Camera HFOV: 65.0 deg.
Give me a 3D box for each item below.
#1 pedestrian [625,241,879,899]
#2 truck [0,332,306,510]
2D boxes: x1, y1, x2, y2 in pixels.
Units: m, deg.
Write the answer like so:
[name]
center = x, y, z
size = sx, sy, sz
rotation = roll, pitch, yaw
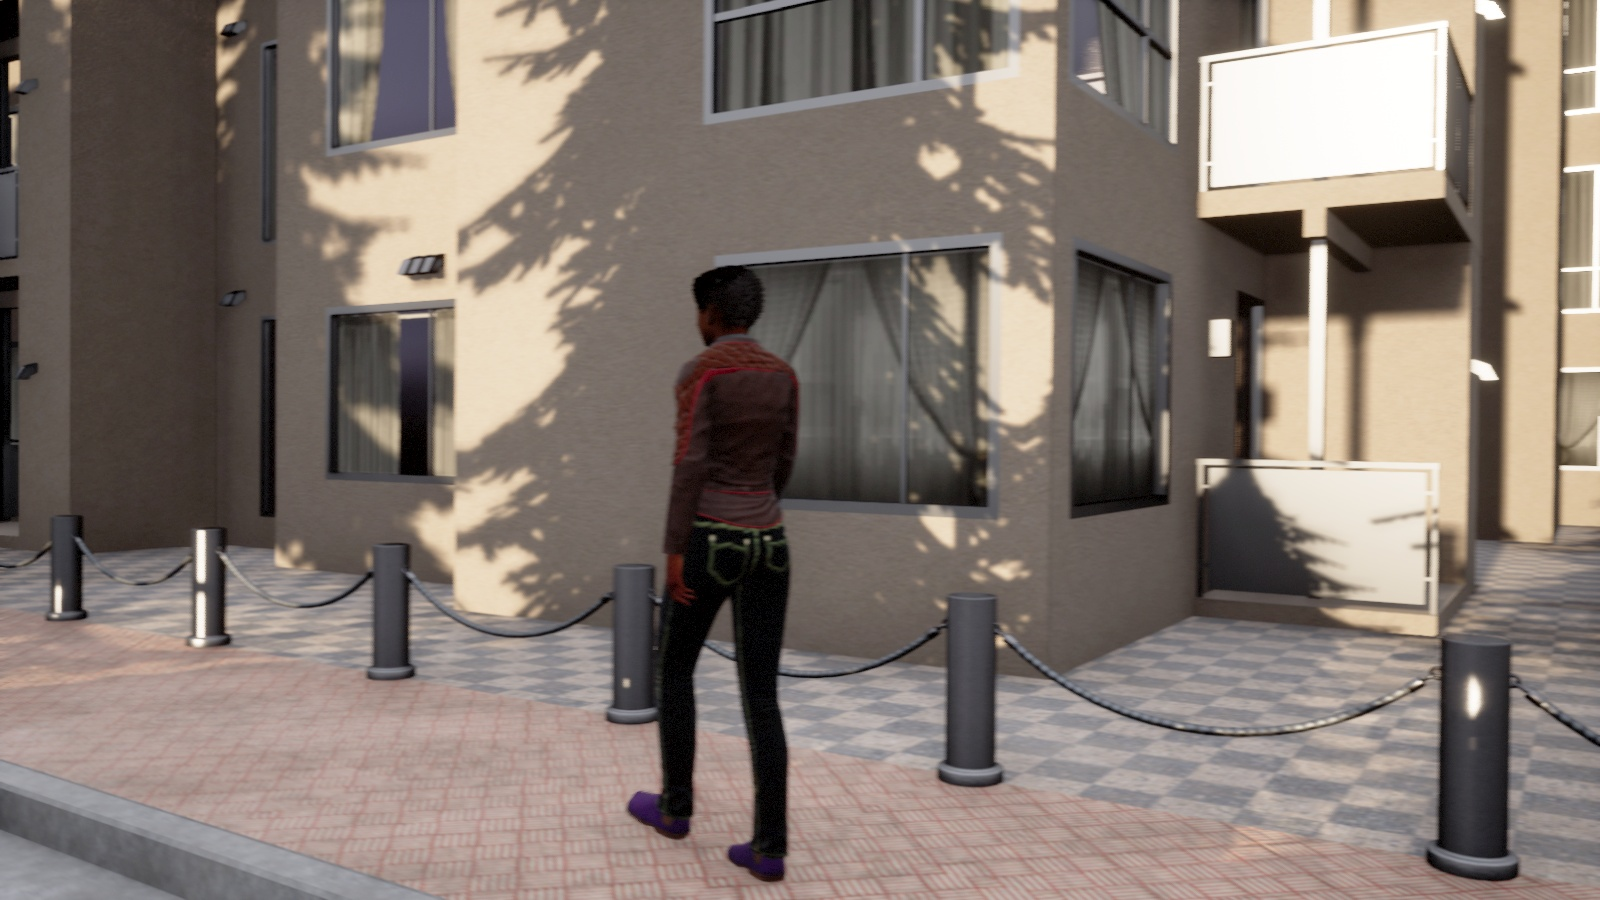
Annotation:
[pedestrian]
center = -0.169, 0.342, 3.793
size = 0.328, 1.805, 0.869
rotation = -1, 1, -35
[truck]
center = -16.643, -0.684, 30.509
size = 2.891, 3.827, 8.468
rotation = 0, 1, 33
